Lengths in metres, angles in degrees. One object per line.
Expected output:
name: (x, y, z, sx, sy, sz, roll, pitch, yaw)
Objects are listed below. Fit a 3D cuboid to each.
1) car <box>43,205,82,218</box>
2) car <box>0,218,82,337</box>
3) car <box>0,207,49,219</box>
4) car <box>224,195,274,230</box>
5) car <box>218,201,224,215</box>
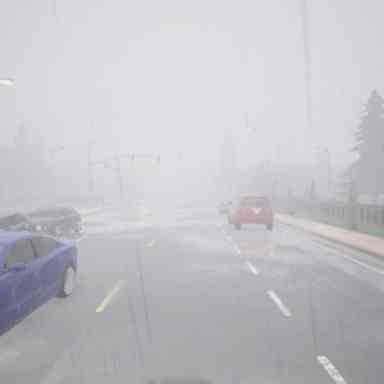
car: (-7.059, 1.461, 16.747, 1.837, 1.490, 4.892, 0, 0, 0)
car: (-3.551, 1.463, 5.639, 1.882, 1.535, 5.008, 0, 0, 0)
car: (-6.997, 1.475, 11.418, 1.837, 1.490, 4.892, 0, 0, 0)
car: (3.567, 1.169, 20.956, 2.150, 2.045, 5.566, 0, 0, 0)
car: (3.551, 1.516, 32.360, 1.895, 1.301, 4.718, 0, 0, 1)
